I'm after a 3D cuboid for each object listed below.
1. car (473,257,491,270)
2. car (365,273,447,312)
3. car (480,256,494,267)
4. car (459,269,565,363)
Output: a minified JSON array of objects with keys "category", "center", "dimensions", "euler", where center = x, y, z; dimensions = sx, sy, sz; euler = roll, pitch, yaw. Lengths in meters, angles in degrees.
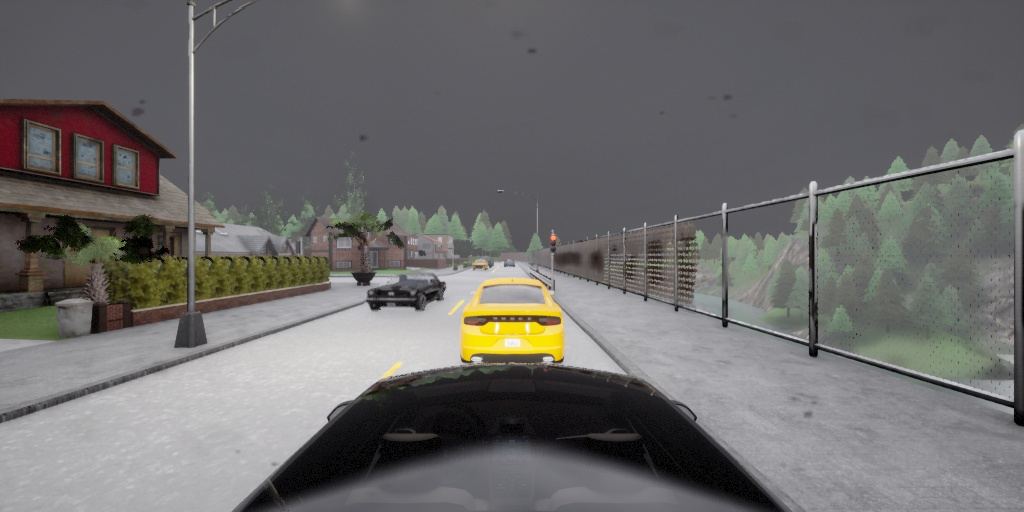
[{"category":"car","center":[-4.517,1.228,51.430],"dimensions":[1.882,1.535,5.008],"euler":[0,0,0]},{"category":"car","center":[-4.007,1.351,14.348],"dimensions":[1.895,1.301,4.718],"euler":[0,0,2]},{"category":"car","center":[-4.582,0.971,61.373],"dimensions":[2.150,2.045,5.566],"euler":[0,0,0]},{"category":"car","center":[0.006,1.228,8.171],"dimensions":[1.882,1.535,5.008],"euler":[0,0,0]}]
